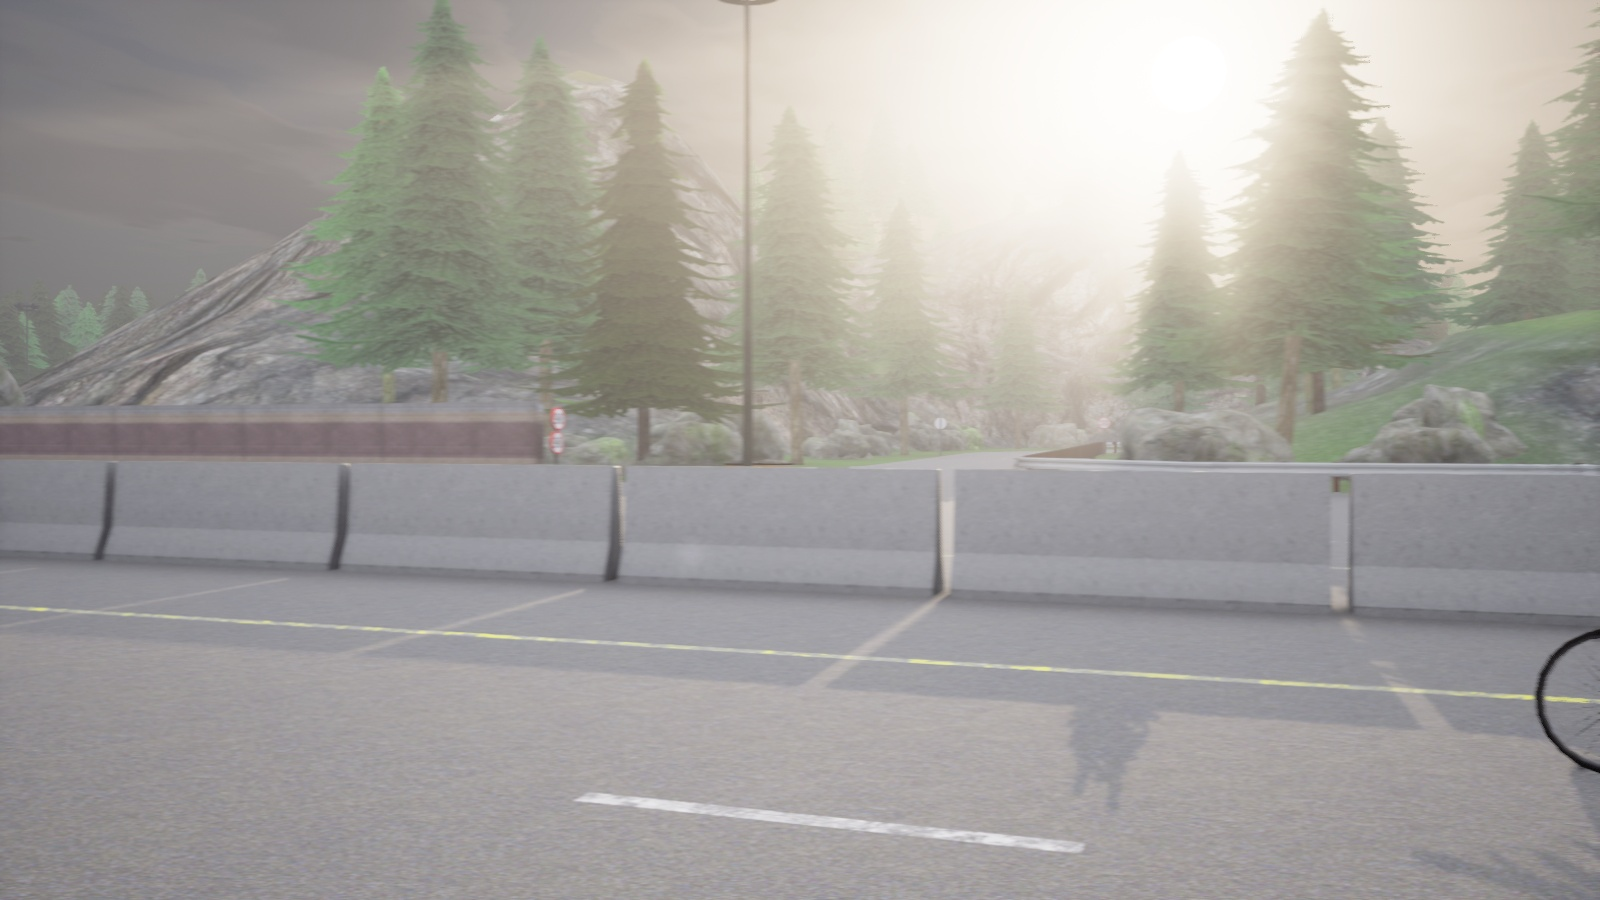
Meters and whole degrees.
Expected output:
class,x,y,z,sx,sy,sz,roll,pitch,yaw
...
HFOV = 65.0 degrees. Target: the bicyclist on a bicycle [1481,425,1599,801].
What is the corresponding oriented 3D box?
class,x,y,z,sx,sy,sz,roll,pitch,yaw
bicyclist on a bicycle,4.006,0.709,5.536,1.656,1.620,0.582,1,1,19
